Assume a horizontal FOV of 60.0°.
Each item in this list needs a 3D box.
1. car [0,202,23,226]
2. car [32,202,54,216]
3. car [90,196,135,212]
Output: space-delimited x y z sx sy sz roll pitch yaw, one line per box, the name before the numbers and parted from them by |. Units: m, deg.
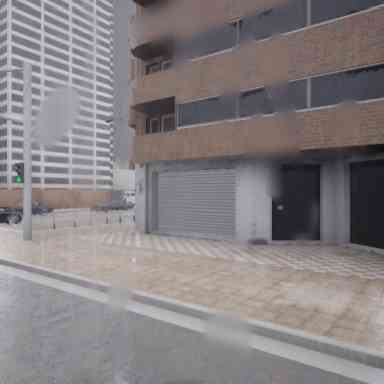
car | -13.491 1.490 21.509 2.128 1.511 4.902 0 0 36
car | -15.529 1.601 30.953 1.895 1.301 4.718 0 0 36
car | -9.374 1.547 39.410 2.033 1.411 5.357 0 0 36
